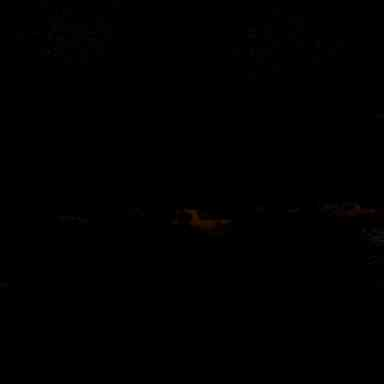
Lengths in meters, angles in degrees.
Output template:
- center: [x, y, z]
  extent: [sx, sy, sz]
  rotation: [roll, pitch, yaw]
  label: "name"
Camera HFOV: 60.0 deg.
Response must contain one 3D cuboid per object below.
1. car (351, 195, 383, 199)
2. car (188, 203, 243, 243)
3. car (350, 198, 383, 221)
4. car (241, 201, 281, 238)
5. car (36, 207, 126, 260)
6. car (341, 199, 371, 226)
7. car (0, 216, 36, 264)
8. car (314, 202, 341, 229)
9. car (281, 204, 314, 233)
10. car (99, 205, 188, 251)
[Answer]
- center: [13.695, 1.337, 26.905]
  extent: [4.553, 1.767, 2.185]
  rotation: [-1, 0, 31]
  label: "car"
- center: [-0.521, 1.492, 16.125]
  extent: [5.366, 1.575, 1.946]
  rotation: [-1, 0, 33]
  label: "car"
- center: [11.198, 1.467, 25.170]
  extent: [5.366, 1.575, 1.946]
  rotation: [-1, 0, 32]
  label: "car"
- center: [2.025, 1.361, 17.789]
  extent: [4.553, 1.767, 2.185]
  rotation: [-1, 0, 33]
  label: "car"
- center: [-5.124, 1.502, 12.499]
  extent: [5.008, 1.535, 2.097]
  rotation: [-1, 0, 34]
  label: "car"
- center: [9.192, 1.467, 23.143]
  extent: [5.366, 1.575, 1.946]
  rotation: [-1, -1, 32]
  label: "car"
- center: [-7.495, 1.536, 10.752]
  extent: [4.792, 1.488, 2.163]
  rotation: [-1, -1, 34]
  label: "car"
- center: [6.701, 1.518, 21.410]
  extent: [4.674, 1.452, 2.002]
  rotation: [-1, -1, 32]
  label: "car"
- center: [4.358, 1.523, 19.599]
  extent: [4.674, 1.452, 2.002]
  rotation: [-1, -1, 33]
  label: "car"
- center: [-2.765, 1.372, 14.280]
  extent: [4.553, 1.767, 2.185]
  rotation: [-1, -1, 34]
  label: "car"
